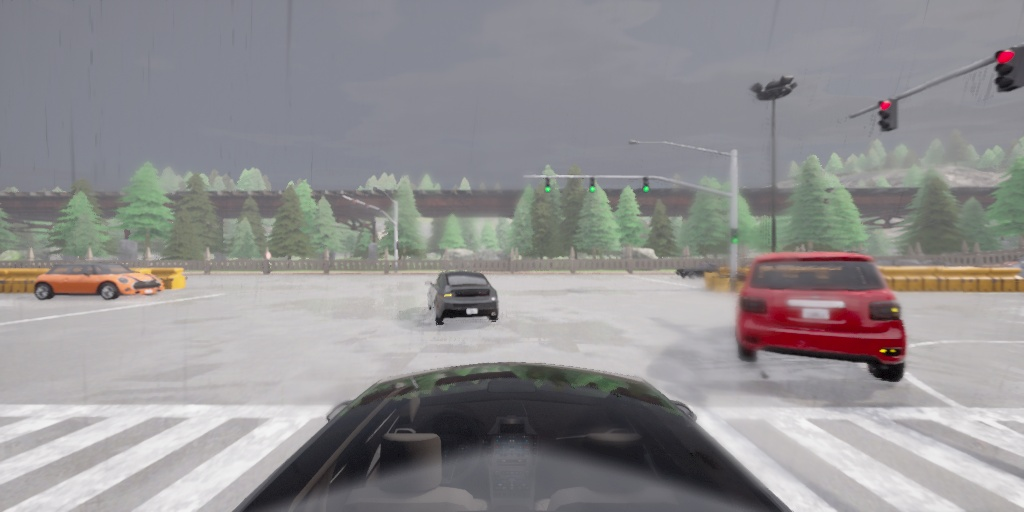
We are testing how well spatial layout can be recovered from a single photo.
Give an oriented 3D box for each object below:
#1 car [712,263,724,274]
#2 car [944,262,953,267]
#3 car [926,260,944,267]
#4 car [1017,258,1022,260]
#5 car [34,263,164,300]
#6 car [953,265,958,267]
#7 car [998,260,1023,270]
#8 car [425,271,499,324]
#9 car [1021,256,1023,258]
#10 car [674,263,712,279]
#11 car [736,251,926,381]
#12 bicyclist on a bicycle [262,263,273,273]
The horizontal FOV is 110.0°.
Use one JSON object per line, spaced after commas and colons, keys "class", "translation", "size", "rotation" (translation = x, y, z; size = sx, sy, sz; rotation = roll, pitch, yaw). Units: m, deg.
{"class": "car", "translation": [16.459, 1.042, 24.008], "size": [4.553, 1.767, 2.097], "rotation": [0, 0, 1]}
{"class": "car", "translation": [29.696, 1.154, 27.367], "size": [4.902, 1.511, 2.128], "rotation": [0, 0, 1]}
{"class": "car", "translation": [25.123, 1.027, 23.913], "size": [4.553, 1.767, 2.097], "rotation": [0, 0, 1]}
{"class": "car", "translation": [39.678, 1.078, 27.285], "size": [4.674, 1.442, 1.812], "rotation": [-2, 0, 1]}
{"class": "car", "translation": [-19.642, 1.115, 17.224], "size": [4.553, 1.767, 2.097], "rotation": [0, 0, 1]}
{"class": "car", "translation": [35.260, 1.137, 30.818], "size": [4.892, 1.490, 1.837], "rotation": [-1, 0, 1]}
{"class": "car", "translation": [34.592, 1.196, 23.826], "size": [5.357, 1.411, 2.033], "rotation": [0, 0, 0]}
{"class": "car", "translation": [-1.766, 1.244, 12.040], "size": [1.837, 1.490, 4.892], "rotation": [1, 0, -16]}
{"class": "car", "translation": [44.922, 0.700, 30.726], "size": [4.553, 1.767, 2.097], "rotation": [-3, 0, 1]}
{"class": "car", "translation": [16.704, 1.281, 31.005], "size": [4.718, 1.301, 1.895], "rotation": [0, 0, 1]}
{"class": "car", "translation": [6.104, 0.953, 7.544], "size": [2.150, 2.045, 5.566], "rotation": [-2, -1, 36]}
{"class": "bicyclist on a bicycle", "translation": [-26.798, 1.045, 39.292], "size": [0.582, 1.620, 1.656], "rotation": [0, 0, 1]}
